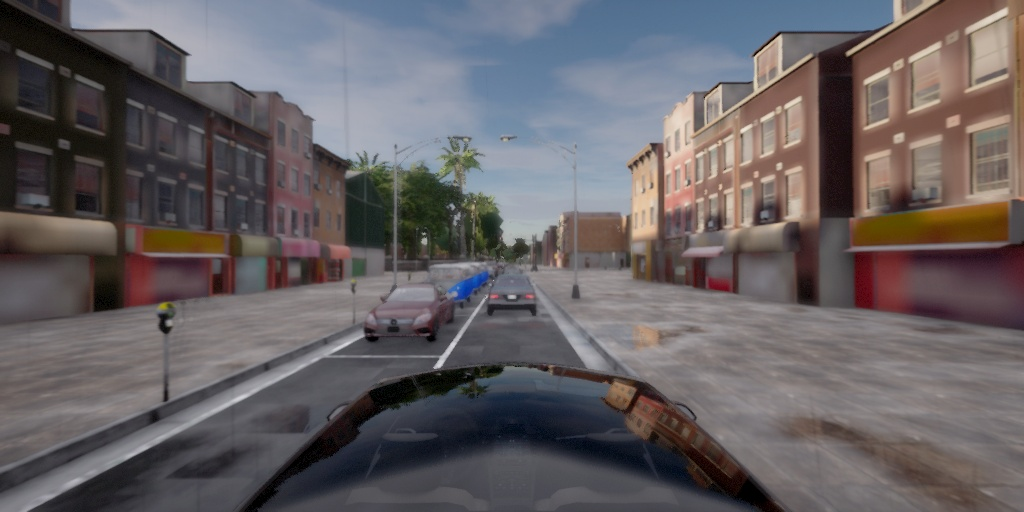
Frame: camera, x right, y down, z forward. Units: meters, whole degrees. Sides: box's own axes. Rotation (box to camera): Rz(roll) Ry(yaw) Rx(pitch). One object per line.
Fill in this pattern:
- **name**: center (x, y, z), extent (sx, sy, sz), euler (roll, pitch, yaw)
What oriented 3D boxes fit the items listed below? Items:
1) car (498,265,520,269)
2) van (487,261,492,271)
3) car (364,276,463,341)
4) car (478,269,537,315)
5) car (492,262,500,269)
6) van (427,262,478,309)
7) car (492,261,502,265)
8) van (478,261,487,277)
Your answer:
- **car**: center (0.017, 1.650, 30.098), extent (1.895, 1.301, 4.718), euler (0, -1, 0)
- **van**: center (-2.636, 1.351, 26.457), extent (1.690, 1.789, 3.998), euler (0, 0, 0)
- **car**: center (-2.637, 1.419, 10.065), extent (1.802, 1.307, 4.207), euler (0, 0, 0)
- **car**: center (0.009, 1.430, 14.371), extent (2.033, 1.411, 5.357), euler (0, -1, 0)
- **car**: center (-2.636, 1.678, 37.385), extent (2.007, 1.370, 4.403), euler (0, 0, 0)
- **van**: center (-2.636, 1.235, 15.529), extent (1.690, 1.789, 3.998), euler (0, 0, 0)
- **car**: center (-2.635, 1.504, 42.848), extent (2.192, 1.841, 5.009), euler (0, 0, 0)
- **van**: center (-2.636, 1.293, 20.993), extent (1.690, 1.789, 3.998), euler (0, 0, 0)
